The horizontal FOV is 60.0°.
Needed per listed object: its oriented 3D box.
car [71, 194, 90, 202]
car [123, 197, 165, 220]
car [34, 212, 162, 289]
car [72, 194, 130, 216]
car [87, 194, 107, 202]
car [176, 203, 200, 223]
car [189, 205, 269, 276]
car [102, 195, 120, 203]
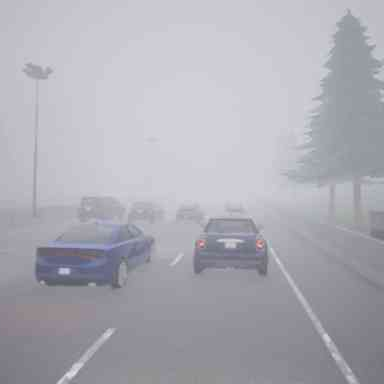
[{"bbox_3d":[-22.858,1.190,68.398,1.837,1.490,4.892,0,1,8],"label":"car"},{"bbox_3d":[-3.628,1.512,27.117,2.097,1.767,4.553,0,0,8],"label":"car"},{"bbox_3d":[-2.426,1.569,9.583,1.882,1.535,5.008,0,-1,7],"label":"car"},{"bbox_3d":[-7.197,1.354,26.829,2.150,2.045,5.566,0,0,8],"label":"car"},{"bbox_3d":[-19.390,1.243,67.928,2.128,1.511,4.902,0,1,8],"label":"car"},{"bbox_3d":[-0.095,1.681,27.135,2.128,1.511,4.902,0,0,8],"label":"car"},{"bbox_3d":[1.316,1.490,11.161,2.097,1.767,4.553,0,0,7],"label":"car"},{"bbox_3d":[-16.104,1.325,66.117,1.994,1.385,4.181,0,1,8],"label":"car"}]
